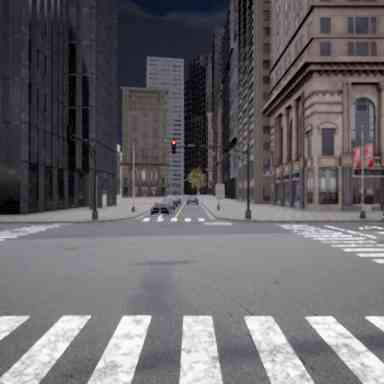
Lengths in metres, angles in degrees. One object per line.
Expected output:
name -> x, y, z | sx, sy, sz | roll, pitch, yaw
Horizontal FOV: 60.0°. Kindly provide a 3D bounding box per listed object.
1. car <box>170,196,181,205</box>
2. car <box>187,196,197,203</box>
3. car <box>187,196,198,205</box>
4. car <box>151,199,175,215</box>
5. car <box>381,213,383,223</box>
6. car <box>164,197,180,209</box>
car -> -3.024, 1.599, 62.871 | 1.882, 1.535, 5.008 | 0, 0, 0
car -> -0.043, 1.690, 75.194 | 2.128, 1.511, 4.902 | 0, 0, 0
car -> 0.074, 1.476, 63.587 | 2.097, 1.767, 4.553 | 0, 0, 0
car -> -3.067, 1.645, 33.915 | 1.895, 1.301, 4.718 | 0, 0, 0
car -> 14.618, 1.480, 21.037 | 4.902, 1.511, 2.128 | 0, 0, -2
car -> -3.078, 1.557, 43.311 | 2.128, 1.511, 4.902 | 0, 0, 0
